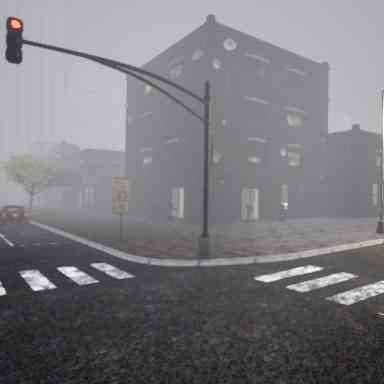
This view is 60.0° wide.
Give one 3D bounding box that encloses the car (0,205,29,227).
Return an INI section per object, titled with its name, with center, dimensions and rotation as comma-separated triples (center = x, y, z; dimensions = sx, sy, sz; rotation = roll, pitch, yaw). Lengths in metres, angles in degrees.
[car]
center = -13.894, 1.763, 25.676
dimensions = 1.967, 1.590, 4.097
rotation = 1, -1, -35
